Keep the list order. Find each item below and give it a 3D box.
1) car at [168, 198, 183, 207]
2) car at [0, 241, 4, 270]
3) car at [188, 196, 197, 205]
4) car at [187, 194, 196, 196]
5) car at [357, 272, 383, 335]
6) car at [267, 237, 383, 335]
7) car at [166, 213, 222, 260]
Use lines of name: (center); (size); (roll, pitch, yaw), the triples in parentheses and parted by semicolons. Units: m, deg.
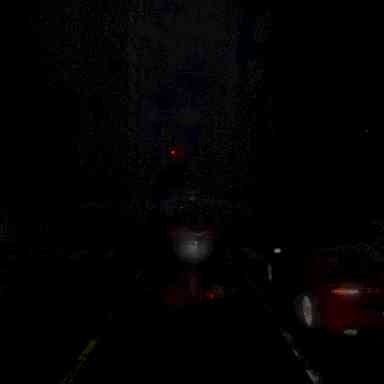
car: (-2.960, 1.855, 57.480); (1.812, 1.442, 4.674); (0, 0, 1)
car: (-5.769, 1.584, 6.832); (1.887, 1.381, 4.507); (-1, 0, 0)
car: (0.133, 2.002, 70.985); (1.895, 1.301, 4.718); (0, 0, 0)
car: (0.162, 1.655, 80.988); (2.150, 2.045, 5.566); (0, 0, 0)
car: (2.751, 1.553, 1.320); (1.887, 1.381, 4.507); (-1, 0, 0)
car: (2.756, 1.584, 6.825); (1.887, 1.381, 4.507); (-1, 0, 0)
car: (0.071, 1.565, 12.778); (2.128, 1.511, 4.902); (0, 0, 0)
